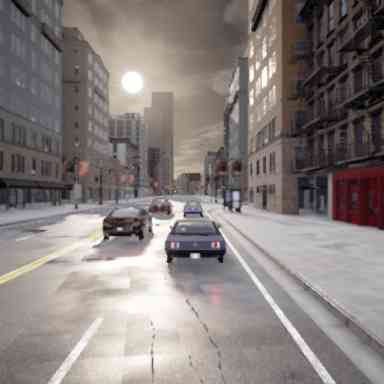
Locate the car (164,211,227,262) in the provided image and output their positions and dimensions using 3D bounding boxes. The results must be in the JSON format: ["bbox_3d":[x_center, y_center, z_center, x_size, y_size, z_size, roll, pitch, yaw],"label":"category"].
[{"bbox_3d":[0.100,1.601,12.039,1.895,1.301,4.718,0,0,0],"label":"car"}]

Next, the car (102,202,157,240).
[{"bbox_3d":[-3.149,1.478,16.985,1.882,1.535,5.008,0,0,0],"label":"car"}]

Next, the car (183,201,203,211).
[{"bbox_3d":[0.102,1.553,31.456,2.033,1.411,5.357,0,0,0],"label":"car"}]

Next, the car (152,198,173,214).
[{"bbox_3d":[-3.146,1.359,34.131,2.097,1.767,4.553,0,0,0],"label":"car"}]
